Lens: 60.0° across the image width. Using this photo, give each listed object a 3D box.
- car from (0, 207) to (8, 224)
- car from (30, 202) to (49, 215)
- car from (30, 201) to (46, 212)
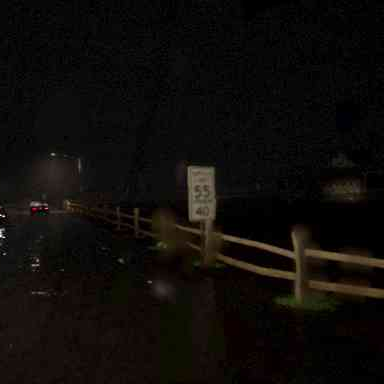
[{"bbox_3d":[-15.731,1.850,26.268,1.895,1.301,4.718,-1,0,-26],"label":"car"},{"bbox_3d":[-17.357,1.858,38.004,2.033,1.411,5.357,-1,0,-26],"label":"car"},{"bbox_3d":[-21.916,2.033,47.255,1.895,1.301,4.718,-1,0,-26],"label":"car"}]
